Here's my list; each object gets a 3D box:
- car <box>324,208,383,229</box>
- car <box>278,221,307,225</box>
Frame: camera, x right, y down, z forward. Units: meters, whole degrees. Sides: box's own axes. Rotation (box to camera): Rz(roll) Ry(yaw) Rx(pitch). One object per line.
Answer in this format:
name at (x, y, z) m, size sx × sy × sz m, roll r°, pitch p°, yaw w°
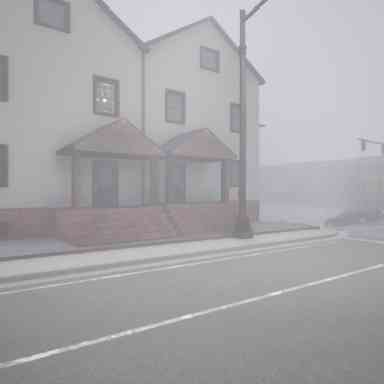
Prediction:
car at (14.263, 2.356, 29.776) m, size 1.882 × 1.535 × 5.008 m, roll 0°, pitch -12°, yaw -36°
car at (8.575, 3.470, 31.331) m, size 2.128 × 1.511 × 4.902 m, roll -1°, pitch -12°, yaw -36°
